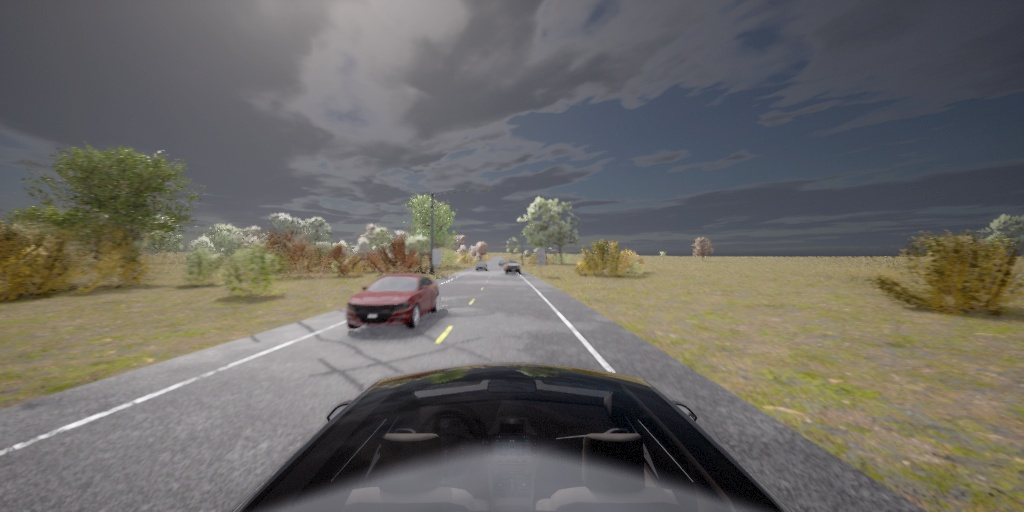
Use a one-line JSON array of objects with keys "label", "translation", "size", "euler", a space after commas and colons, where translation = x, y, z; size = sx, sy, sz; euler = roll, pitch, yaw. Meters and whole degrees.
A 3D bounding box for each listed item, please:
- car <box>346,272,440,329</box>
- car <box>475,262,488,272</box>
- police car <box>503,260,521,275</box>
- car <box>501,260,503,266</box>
[{"label": "car", "translation": [-3.656, 1.317, 11.837], "size": [1.882, 1.535, 5.008], "euler": [0, -1, -1]}, {"label": "car", "translation": [-4.820, 1.668, 57.002], "size": [1.837, 1.490, 4.892], "euler": [0, 0, -1]}, {"label": "police car", "translation": [0.121, 1.510, 46.396], "size": [1.930, 1.638, 5.238], "euler": [0, 0, -2]}, {"label": "car", "translation": [-0.209, 1.502, 56.252], "size": [2.097, 1.767, 4.553], "euler": [0, 0, -2]}]
